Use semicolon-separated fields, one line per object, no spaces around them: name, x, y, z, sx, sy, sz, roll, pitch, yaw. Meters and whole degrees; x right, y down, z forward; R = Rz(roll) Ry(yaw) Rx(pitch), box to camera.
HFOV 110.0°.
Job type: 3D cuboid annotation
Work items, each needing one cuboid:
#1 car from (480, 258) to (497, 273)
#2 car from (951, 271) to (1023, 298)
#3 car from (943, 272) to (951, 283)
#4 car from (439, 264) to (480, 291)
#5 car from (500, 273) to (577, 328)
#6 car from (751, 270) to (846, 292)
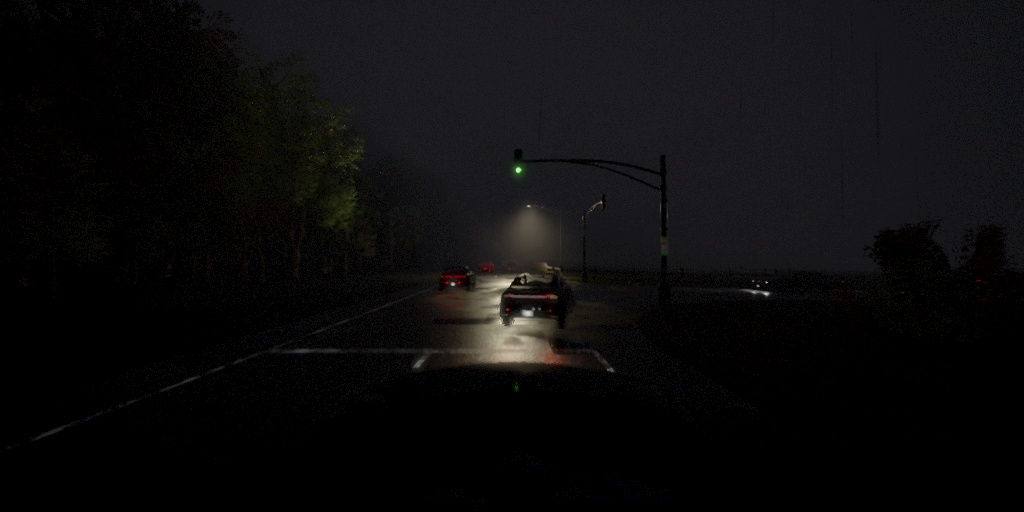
car;-3.389;1.452;48.007;1.882;1.535;5.008;0;0;0
car;29.222;1.642;20.674;4.902;1.511;2.128;1;-1;0
car;29.368;1.798;24.363;4.181;1.385;1.994;1;-1;1
car;-3.394;1.362;23.041;1.837;1.490;4.892;0;0;0
car;0.989;1.292;11.705;2.128;1.511;4.902;0;0;14
car;19.420;1.673;24.417;5.357;1.411;2.033;1;-1;0
